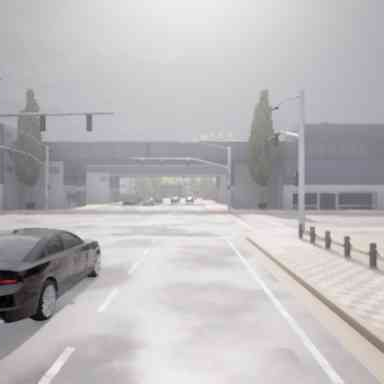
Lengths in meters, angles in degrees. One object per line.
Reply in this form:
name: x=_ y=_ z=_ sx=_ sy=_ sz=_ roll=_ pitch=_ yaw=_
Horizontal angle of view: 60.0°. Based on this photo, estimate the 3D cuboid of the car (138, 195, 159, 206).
car: x=-7.706 y=1.760 z=59.781 sx=2.128 sy=1.511 sz=4.902 roll=0 pitch=0 yaw=1

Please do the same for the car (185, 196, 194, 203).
car: x=-0.568 y=1.908 z=79.020 sx=1.994 sy=1.385 sz=4.181 roll=0 pitch=0 yaw=0

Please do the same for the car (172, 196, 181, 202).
car: x=-4.024 y=1.838 z=87.397 sx=2.128 sy=1.511 sz=4.902 roll=0 pitch=0 yaw=0

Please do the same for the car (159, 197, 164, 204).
car: x=-7.584 y=1.811 z=75.947 sx=1.882 sy=1.535 sz=5.008 roll=0 pitch=0 yaw=0

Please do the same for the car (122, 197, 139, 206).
car: x=-11.199 y=1.869 z=59.588 sx=1.895 sy=1.301 sz=4.718 roll=0 pitch=0 yaw=1

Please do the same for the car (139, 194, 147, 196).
car: x=-11.085 y=1.561 z=75.789 sx=2.150 sy=2.045 sz=5.566 roll=0 pitch=0 yaw=0

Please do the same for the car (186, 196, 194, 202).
car: x=-0.525 y=1.856 z=87.306 sx=1.994 sy=1.385 sz=4.181 roll=0 pitch=0 yaw=0

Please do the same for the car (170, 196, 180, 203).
car: x=-4.075 y=1.889 z=77.709 sx=2.033 sy=1.411 sz=5.357 roll=0 pitch=0 yaw=0

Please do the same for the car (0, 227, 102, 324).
car: x=-3.458 y=1.511 z=7.356 sx=1.882 sy=1.535 sz=5.008 roll=0 pitch=0 yaw=0
